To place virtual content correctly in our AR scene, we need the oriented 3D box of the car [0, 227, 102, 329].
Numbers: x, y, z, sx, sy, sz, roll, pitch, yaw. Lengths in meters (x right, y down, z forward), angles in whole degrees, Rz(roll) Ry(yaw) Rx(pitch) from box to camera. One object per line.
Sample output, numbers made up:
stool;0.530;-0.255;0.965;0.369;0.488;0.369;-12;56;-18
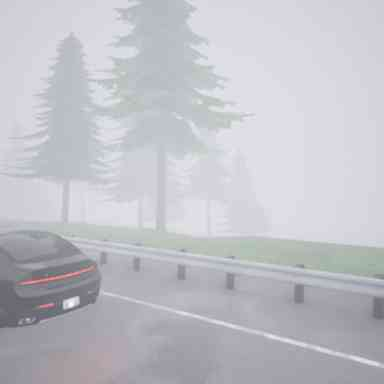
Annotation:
car;-3.892;1.470;6.549;4.892;1.490;1.837;0;0;34
